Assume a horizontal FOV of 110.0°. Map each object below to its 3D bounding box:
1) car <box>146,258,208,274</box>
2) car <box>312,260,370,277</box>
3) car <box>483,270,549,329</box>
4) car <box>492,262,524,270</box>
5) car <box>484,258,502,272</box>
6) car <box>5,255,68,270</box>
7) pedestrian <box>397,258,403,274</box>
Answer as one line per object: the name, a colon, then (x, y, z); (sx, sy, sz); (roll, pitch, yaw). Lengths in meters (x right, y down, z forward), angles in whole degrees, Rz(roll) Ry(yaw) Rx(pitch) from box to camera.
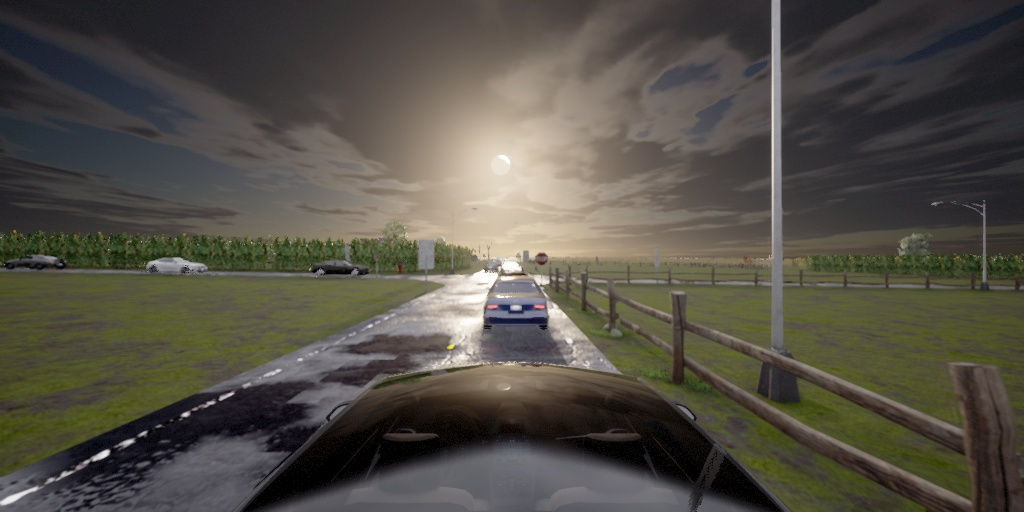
car: (-30.766, 0.899, 32.955); (4.674, 1.442, 1.812); (1, -1, 0)
car: (-15.685, 1.118, 33.027); (5.008, 1.535, 1.882); (1, -1, -1)
car: (0.097, 1.347, 11.445); (2.033, 1.411, 5.357); (0, 0, 0)
car: (-0.032, 1.345, 22.277); (2.128, 1.511, 4.902); (0, 0, -2)
car: (-2.860, 1.485, 50.489); (2.128, 1.511, 4.902); (0, 0, 0)
car: (-47.376, 0.649, 35.798); (4.674, 1.442, 1.812); (1, -1, 0)
pedestrian: (-12.175, 1.073, 38.985); (0.375, 1.860, 0.375); (0, -2, 0)
